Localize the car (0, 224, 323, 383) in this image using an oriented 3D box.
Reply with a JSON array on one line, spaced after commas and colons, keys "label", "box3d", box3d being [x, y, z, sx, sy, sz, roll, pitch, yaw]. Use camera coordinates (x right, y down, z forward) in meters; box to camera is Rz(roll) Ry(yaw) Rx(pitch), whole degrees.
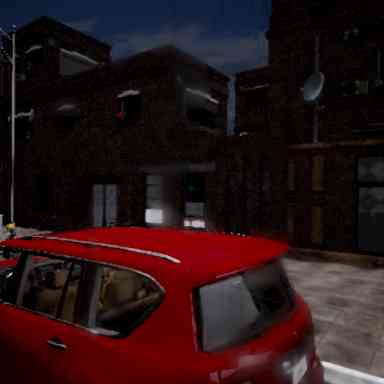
[{"label": "car", "box3d": [-1.192, 1.311, 3.708, 5.009, 1.841, 2.192, 0, 1, 36]}]
